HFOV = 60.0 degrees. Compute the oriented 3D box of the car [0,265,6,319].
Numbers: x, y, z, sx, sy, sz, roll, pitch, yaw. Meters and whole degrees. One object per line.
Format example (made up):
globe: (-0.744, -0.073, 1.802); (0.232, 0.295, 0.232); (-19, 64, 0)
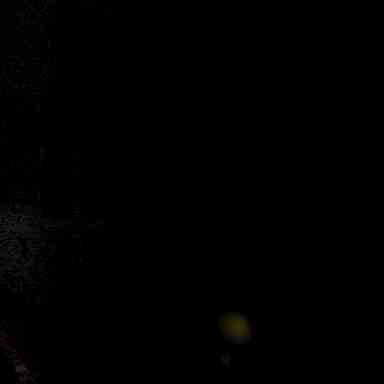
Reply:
car: (-5.173, 1.350, 6.449); (2.097, 1.767, 4.553); (-1, 1, -39)
